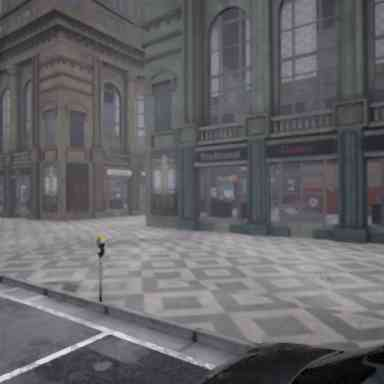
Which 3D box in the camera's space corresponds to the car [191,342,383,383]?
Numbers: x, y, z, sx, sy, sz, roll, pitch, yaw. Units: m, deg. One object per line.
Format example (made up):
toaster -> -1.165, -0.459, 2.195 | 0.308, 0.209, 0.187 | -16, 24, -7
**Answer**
car -> 1.778, 1.561, 1.694 | 4.313, 1.339, 1.947 | -1, 0, 35
